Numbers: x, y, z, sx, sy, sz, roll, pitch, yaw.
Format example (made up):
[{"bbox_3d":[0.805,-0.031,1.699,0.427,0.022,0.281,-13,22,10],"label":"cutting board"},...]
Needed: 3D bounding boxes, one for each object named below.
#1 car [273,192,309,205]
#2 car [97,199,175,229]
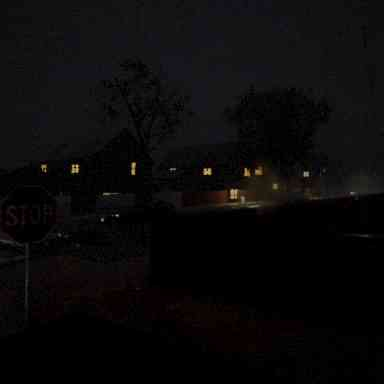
[{"bbox_3d":[10.506,0.743,34.964,2.033,1.411,5.357,1,2,41],"label":"car"},{"bbox_3d":[-3.064,1.143,19.154,2.128,1.511,4.902,1,2,41],"label":"car"}]
